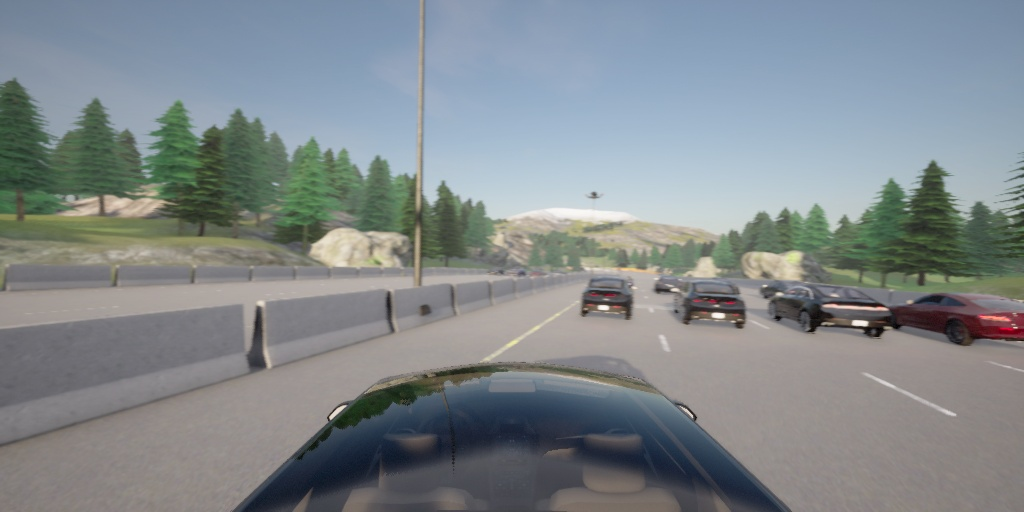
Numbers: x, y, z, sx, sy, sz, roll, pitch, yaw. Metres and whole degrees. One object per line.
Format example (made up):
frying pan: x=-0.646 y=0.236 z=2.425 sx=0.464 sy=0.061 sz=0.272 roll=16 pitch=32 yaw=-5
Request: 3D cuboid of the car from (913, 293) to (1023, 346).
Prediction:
car: x=13.831 y=1.857 z=11.071 sx=1.812 sy=1.442 sz=4.674 roll=1 pitch=-2 yaw=19

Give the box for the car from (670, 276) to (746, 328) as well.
car: x=7.283 y=1.675 z=13.545 sx=1.837 sy=1.490 sz=4.892 roll=1 pitch=-1 yaw=19

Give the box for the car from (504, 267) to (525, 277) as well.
car: x=0.802 y=2.551 z=60.124 sx=2.097 sy=1.767 sz=4.553 roll=1 pitch=-2 yaw=19

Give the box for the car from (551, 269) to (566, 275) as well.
car: x=7.625 y=2.888 z=58.484 sx=2.128 sy=1.511 sz=4.902 roll=1 pitch=-2 yaw=19

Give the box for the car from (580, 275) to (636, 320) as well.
car: x=3.961 y=1.589 z=14.650 sx=1.837 sy=1.490 sz=4.892 roll=1 pitch=-1 yaw=19

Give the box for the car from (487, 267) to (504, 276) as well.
car: x=-2.592 y=2.606 z=61.000 sx=1.837 sy=1.490 sz=4.892 roll=1 pitch=-2 yaw=19

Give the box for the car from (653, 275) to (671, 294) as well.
car: x=12.115 y=2.204 z=27.806 sx=1.994 sy=1.385 sz=4.181 roll=1 pitch=-1 yaw=19

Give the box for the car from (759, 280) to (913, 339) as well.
car: x=10.574 y=1.743 z=12.355 sx=2.128 sy=1.511 sz=4.902 roll=1 pitch=-1 yaw=19

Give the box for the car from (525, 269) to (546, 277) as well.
car: x=4.227 y=2.864 z=59.354 sx=1.994 sy=1.385 sz=4.181 roll=1 pitch=-2 yaw=19

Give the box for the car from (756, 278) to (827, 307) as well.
car: x=18.009 y=2.280 z=23.457 sx=2.033 sy=1.411 sz=5.357 roll=1 pitch=-1 yaw=19
